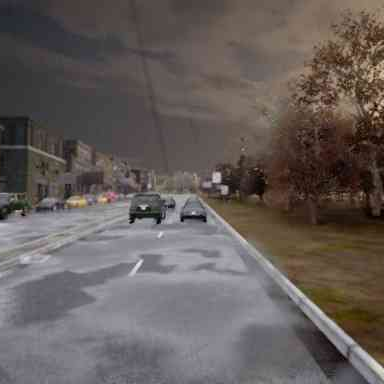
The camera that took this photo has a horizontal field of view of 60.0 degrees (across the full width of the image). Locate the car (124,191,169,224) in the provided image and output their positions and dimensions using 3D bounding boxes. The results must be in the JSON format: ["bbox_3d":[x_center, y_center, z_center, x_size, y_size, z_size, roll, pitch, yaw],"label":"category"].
[{"bbox_3d":[-3.144,1.129,24.252,2.150,2.045,5.566,0,0,0],"label":"car"}]

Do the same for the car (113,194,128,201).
[{"bbox_3d":[-15.252,1.166,70.934,2.231,1.521,4.892,0,0,0],"label":"car"}]

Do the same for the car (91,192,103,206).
[{"bbox_3d":[-15.159,1.119,48.733,2.185,1.767,4.553,0,0,0],"label":"car"}]

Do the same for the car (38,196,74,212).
[{"bbox_3d":[-15.163,1.291,36.120,2.231,1.521,4.892,0,0,1],"label":"car"}]

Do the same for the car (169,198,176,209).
[{"bbox_3d":[-3.140,1.399,42.996,1.994,1.385,4.181,0,0,0],"label":"car"}]

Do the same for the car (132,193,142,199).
[{"bbox_3d":[-15.335,1.084,92.845,1.946,1.575,5.366,0,0,0],"label":"car"}]

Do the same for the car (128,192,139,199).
[{"bbox_3d":[-15.320,0.980,87.534,2.185,1.767,4.553,0,0,0],"label":"car"}]

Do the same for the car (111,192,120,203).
[{"bbox_3d":[-15.205,0.954,59.723,2.435,2.045,5.566,0,0,0],"label":"car"}]

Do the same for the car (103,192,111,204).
[{"bbox_3d":[-15.182,1.223,54.042,1.946,1.575,5.366,0,0,0],"label":"car"}]

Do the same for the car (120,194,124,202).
[{"bbox_3d":[-15.231,1.186,65.408,2.231,1.521,4.892,0,0,0],"label":"car"}]

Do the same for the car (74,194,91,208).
[{"bbox_3d":[-15.135,1.262,42.992,1.946,1.575,5.366,0,0,0],"label":"car"}]

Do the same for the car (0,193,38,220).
[{"bbox_3d":[-15.067,1.073,26.699,2.435,2.045,5.566,0,0,0],"label":"car"}]

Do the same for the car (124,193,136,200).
[{"bbox_3d":[-15.298,1.123,81.792,1.946,1.575,5.366,0,0,0],"label":"car"}]

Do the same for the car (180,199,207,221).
[{"bbox_3d":[0.106,1.465,25.884,1.994,1.385,4.181,0,0,0],"label":"car"}]
